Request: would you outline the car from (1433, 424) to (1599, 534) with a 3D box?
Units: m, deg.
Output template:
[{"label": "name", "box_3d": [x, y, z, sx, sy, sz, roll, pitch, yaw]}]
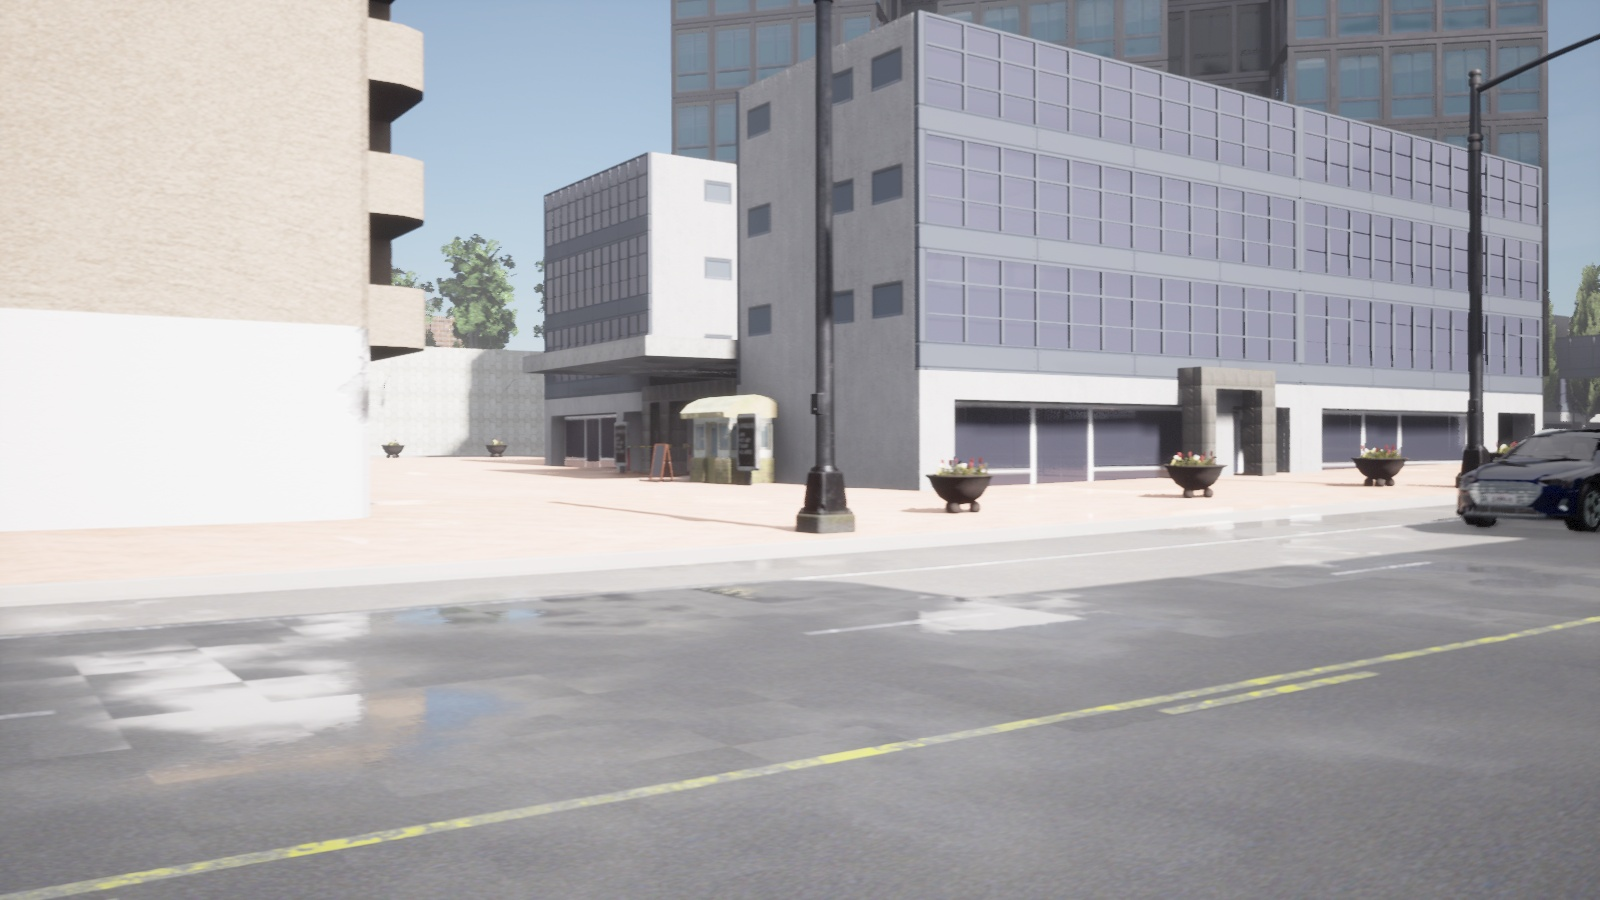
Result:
[{"label": "car", "box_3d": [13.002, 0.394, 21.230, 4.856, 1.649, 2.033, -2, 1, -35]}]
